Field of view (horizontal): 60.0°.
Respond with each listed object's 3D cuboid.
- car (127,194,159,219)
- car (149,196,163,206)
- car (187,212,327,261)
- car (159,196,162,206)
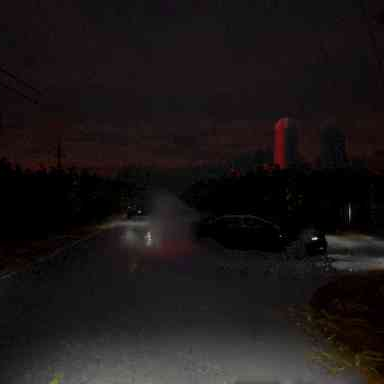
[{"bbox_3d":[-4.313,1.210,29.004,2.150,2.045,5.566,0,0,-4],"label":"car"},{"bbox_3d":[-6.003,1.467,55.709,2.128,1.511,4.902,0,0,-3],"label":"car"},{"bbox_3d":[2.225,1.486,12.045,4.902,1.511,2.128,0,1,20],"label":"car"},{"bbox_3d":[-5.234,1.476,43.425,2.128,1.511,4.902,0,0,-4],"label":"car"}]
